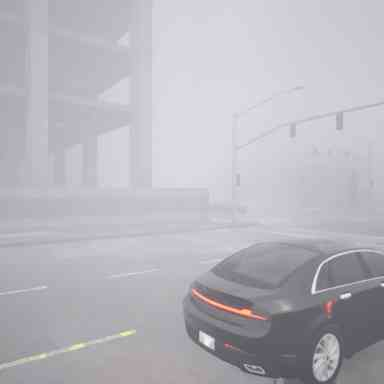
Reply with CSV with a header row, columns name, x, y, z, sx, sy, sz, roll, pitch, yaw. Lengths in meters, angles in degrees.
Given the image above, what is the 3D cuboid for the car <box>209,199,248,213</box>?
name,x,y,z,sx,sy,sz,roll,pitch,yaw
car,4.055,1.523,37.886,1.812,1.442,4.674,0,0,-36

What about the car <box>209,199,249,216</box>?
name,x,y,z,sx,sy,sz,roll,pitch,yaw
car,3.389,1.599,32.838,1.895,1.301,4.718,0,0,-36

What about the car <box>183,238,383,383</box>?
name,x,y,z,sx,sy,sz,roll,pitch,yaw
car,2.160,1.504,5.329,4.892,1.490,1.837,0,0,-35
